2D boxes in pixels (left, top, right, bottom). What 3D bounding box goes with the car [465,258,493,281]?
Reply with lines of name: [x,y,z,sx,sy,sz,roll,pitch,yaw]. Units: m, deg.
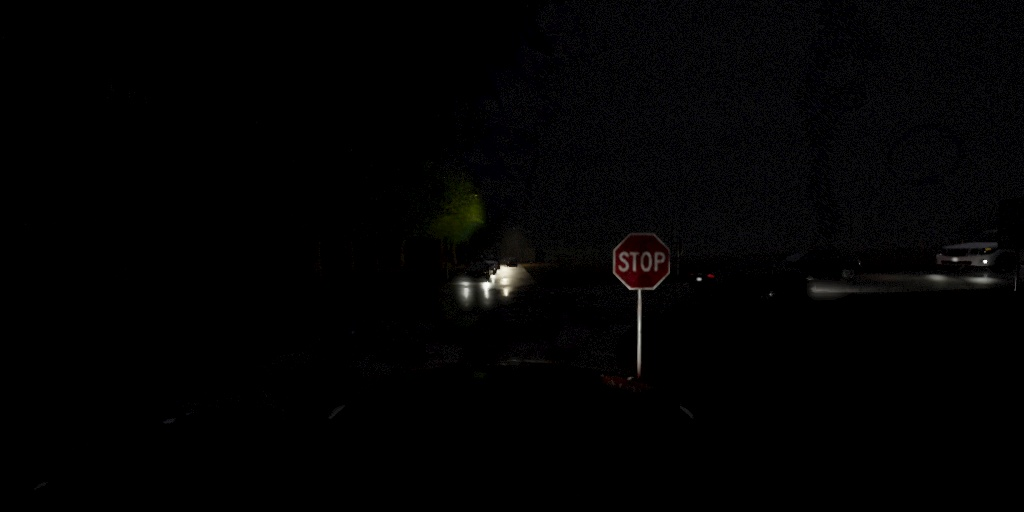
car: [-2.790,1.187,29.860,1.882,1.535,5.008,0,0,-1]

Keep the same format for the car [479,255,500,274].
car: [-2.812,0.924,40.488,2.150,2.045,5.566,0,0,-1]

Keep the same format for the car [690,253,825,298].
car: [9.342,0.781,14.164,4.181,1.385,1.994,-3,1,-3]

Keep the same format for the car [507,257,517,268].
car: [0.018,1.240,61.239,2.033,1.411,5.357,0,0,0]

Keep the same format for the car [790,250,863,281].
car: [13.998,0.471,17.193,4.674,1.442,1.812,-3,1,1]

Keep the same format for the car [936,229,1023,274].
car: [23.875,-0.321,17.093,5.566,2.045,2.150,-3,1,0]
